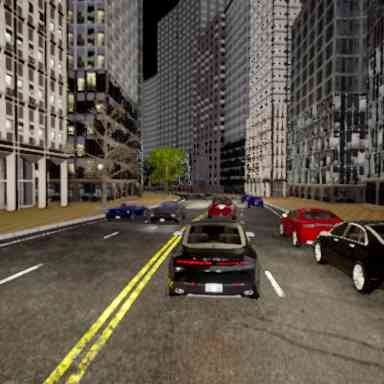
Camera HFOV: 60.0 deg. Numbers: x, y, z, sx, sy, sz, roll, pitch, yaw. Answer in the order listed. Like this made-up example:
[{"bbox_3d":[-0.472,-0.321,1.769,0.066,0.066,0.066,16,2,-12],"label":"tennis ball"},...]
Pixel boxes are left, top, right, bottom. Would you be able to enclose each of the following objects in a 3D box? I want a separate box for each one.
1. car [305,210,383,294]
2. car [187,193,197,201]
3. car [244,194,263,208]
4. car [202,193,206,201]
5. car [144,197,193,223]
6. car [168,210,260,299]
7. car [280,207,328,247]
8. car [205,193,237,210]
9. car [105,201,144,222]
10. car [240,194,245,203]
[{"bbox_3d":[4.621,1.465,8.590,1.837,1.490,4.892,0,0,4],"label":"car"},{"bbox_3d":[-0.071,0.982,65.739,1.994,1.385,4.181,0,1,2],"label":"car"},{"bbox_3d":[7.936,1.173,42.031,1.882,1.535,5.008,1,0,8],"label":"car"},{"bbox_3d":[3.154,0.950,65.003,1.837,1.490,4.892,1,1,2],"label":"car"},{"bbox_3d":[-1.504,1.334,23.204,2.033,1.411,5.357,1,1,7],"label":"car"},{"bbox_3d":[0.541,1.437,8.330,1.837,1.490,4.892,0,0,4],"label":"car"},{"bbox_3d":[5.095,1.393,14.425,1.882,1.535,5.008,0,0,5],"label":"car"},{"bbox_3d":[2.464,1.143,26.449,2.097,1.767,4.553,1,1,8],"label":"car"},{"bbox_3d":[-4.643,1.352,24.222,1.895,1.301,4.718,1,1,8],"label":"car"},{"bbox_3d":[9.175,1.101,55.979,1.812,1.442,4.674,0,1,3],"label":"car"}]
